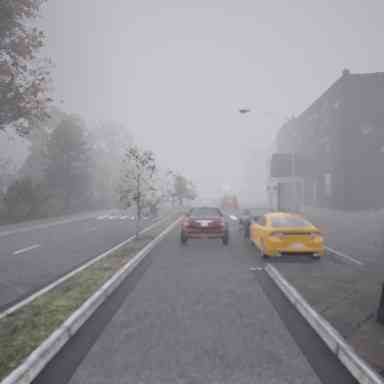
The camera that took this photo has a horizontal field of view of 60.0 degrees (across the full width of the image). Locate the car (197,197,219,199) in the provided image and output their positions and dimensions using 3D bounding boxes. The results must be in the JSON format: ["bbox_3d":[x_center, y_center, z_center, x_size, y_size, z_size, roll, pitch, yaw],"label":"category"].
[{"bbox_3d":[1.554,1.587,34.269,1.882,1.535,5.008,0,0,3],"label":"car"}]

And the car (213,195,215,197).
[{"bbox_3d":[6.326,1.700,73.774,2.163,1.488,4.792,0,0,1],"label":"car"}]

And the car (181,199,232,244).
[{"bbox_3d":[0.630,1.405,16.268,2.097,1.767,4.553,0,0,3],"label":"car"}]

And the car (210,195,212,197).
[{"bbox_3d":[6.379,1.711,84.906,2.163,1.488,4.792,0,0,0],"label":"car"}]

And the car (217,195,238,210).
[{"bbox_3d":[5.129,1.367,45.910,2.435,2.045,5.566,0,0,3],"label":"car"}]

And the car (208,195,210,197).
[{"bbox_3d":[6.287,1.559,90.405,2.185,1.767,4.553,0,0,-1],"label":"car"}]

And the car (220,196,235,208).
[{"bbox_3d":[5.422,1.505,51.388,2.185,1.767,4.553,0,0,3],"label":"car"}]

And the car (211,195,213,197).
[{"bbox_3d":[6.378,1.717,79.302,2.002,1.452,4.674,0,0,0],"label":"car"}]
